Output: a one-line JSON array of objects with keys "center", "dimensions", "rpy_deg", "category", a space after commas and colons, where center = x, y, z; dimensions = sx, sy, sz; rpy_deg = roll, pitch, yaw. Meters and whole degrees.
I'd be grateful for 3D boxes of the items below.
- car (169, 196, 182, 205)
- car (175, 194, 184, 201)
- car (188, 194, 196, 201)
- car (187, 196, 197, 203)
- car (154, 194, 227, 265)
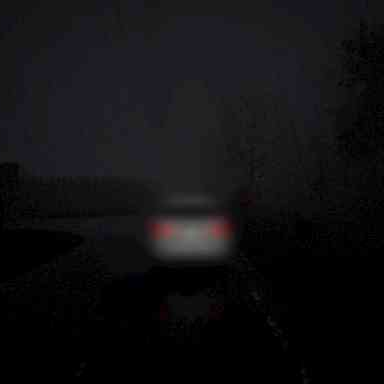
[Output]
[{"center": [-2.804, 1.467, 58.266], "dimensions": [2.033, 1.411, 5.357], "rpy_deg": [0, 0, 1], "category": "car"}, {"center": [-2.752, 1.221, 73.650], "dimensions": [1.994, 1.385, 4.181], "rpy_deg": [0, 0, 0], "category": "car"}, {"center": [-0.001, 1.253, 79.040], "dimensions": [1.882, 1.535, 5.008], "rpy_deg": [0, 0, 0], "category": "car"}, {"center": [0.011, 1.504, 65.104], "dimensions": [1.895, 1.301, 4.718], "rpy_deg": [0, 0, 0], "category": "car"}, {"center": [-0.103, 1.214, 11.762], "dimensions": [2.150, 2.045, 5.566], "rpy_deg": [0, 0, -2], "category": "car"}]
